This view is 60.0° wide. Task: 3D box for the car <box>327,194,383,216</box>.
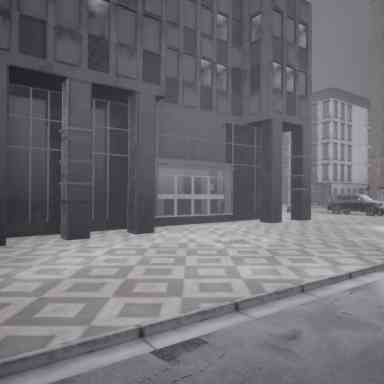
[{"bbox_3d":[15.795,1.190,31.887,2.150,2.045,5.566,1,-1,-36],"label":"car"}]
